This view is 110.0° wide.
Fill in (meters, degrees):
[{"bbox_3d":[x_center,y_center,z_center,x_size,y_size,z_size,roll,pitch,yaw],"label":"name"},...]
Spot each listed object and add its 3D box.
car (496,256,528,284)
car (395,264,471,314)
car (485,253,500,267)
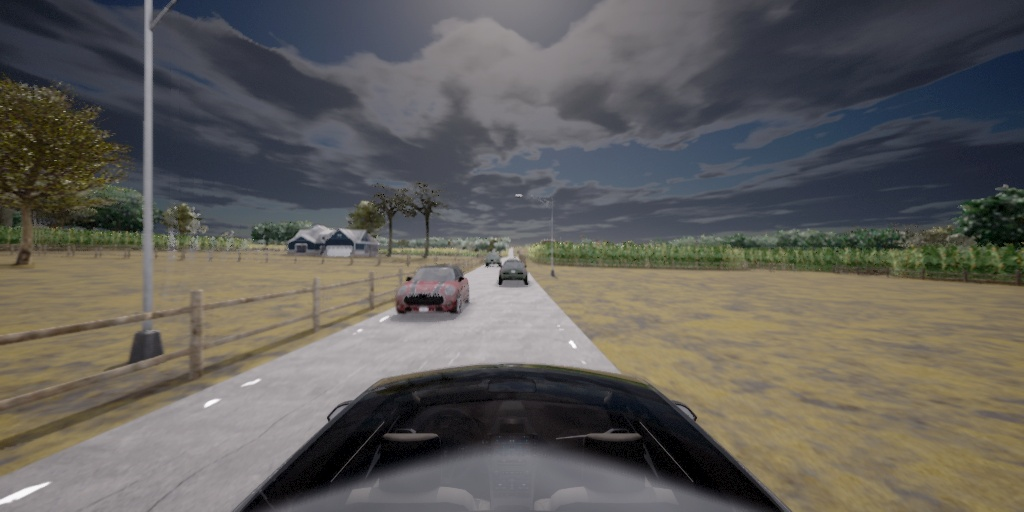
[{"bbox_3d":[0.090,1.083,26.942,2.097,1.767,4.553,0,0,0],"label":"car"},{"bbox_3d":[-2.855,1.135,13.803,2.097,1.767,4.553,0,0,0],"label":"car"},{"bbox_3d":[-2.843,0.542,54.083,2.150,2.045,5.566,0,1,0],"label":"car"}]
